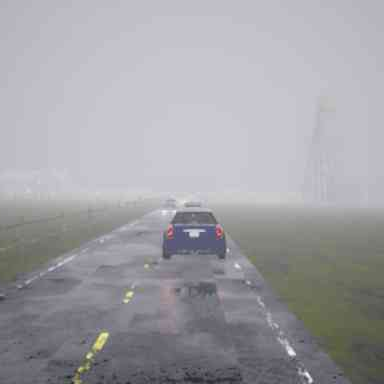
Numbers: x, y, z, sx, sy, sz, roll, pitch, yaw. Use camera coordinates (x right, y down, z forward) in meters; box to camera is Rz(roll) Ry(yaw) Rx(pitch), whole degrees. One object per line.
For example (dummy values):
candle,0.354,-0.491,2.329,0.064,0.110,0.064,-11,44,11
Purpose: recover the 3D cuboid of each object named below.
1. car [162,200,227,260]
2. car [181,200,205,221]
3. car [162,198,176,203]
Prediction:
car,0.085,1.362,12.644,2.097,1.767,4.553,0,0,0
car,0.086,1.526,28.193,1.837,1.490,4.892,0,0,0
car,-2.829,1.542,44.065,1.837,1.490,4.892,0,0,0
